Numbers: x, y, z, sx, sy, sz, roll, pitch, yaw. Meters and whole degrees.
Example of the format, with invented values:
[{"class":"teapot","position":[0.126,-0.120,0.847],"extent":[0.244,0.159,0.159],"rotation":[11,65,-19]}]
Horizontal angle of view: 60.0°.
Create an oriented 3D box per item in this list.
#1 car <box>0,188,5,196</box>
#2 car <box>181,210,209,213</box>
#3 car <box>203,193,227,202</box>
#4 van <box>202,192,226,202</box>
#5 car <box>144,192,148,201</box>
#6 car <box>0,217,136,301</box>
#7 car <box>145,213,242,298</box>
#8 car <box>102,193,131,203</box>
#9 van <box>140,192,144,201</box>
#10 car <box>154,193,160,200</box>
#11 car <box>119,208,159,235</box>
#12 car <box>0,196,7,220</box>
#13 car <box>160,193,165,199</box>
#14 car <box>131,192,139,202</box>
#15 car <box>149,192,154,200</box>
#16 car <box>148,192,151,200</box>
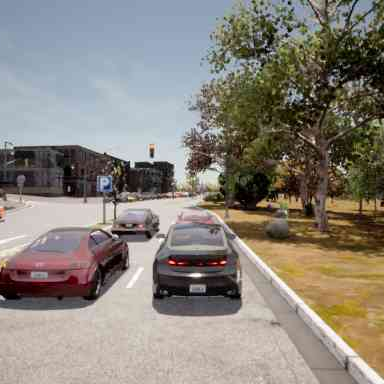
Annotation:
[{"class":"car","position":[-31.175,0.137,53.669],"extent":[2.002,1.452,4.674],"rotation":[6,-3,-19]},{"class":"car","position":[0.155,1.625,17.749],"extent":[1.895,1.301,4.718],"rotation":[0,0,0]},{"class":"car","position":[4.654,1.142,68.372],"extent":[4.553,1.767,2.185],"rotation":[1,0,-14]},{"class":"van","position":[4.271,1.043,65.402],"extent":[4.442,1.987,1.878],"rotation":[1,0,-14]},{"class":"car","position":[-13.027,1.322,74.759],"extent":[4.892,1.521,2.231],"rotation":[-1,0,-14]},{"class":"car","position":[-2.903,1.574,8.434],"extent":[1.994,1.385,4.181],"rotation":[0,0,1]},{"class":"car","position":[0.107,1.515,8.481],"extent":[1.837,1.490,4.892],"rotation":[0,0,0]},{"class":"car","position":[-14.456,1.358,62.804],"extent":[4.792,1.488,2.163],"rotation":[-1,0,-15]},{"class":"van","position":[-13.254,1.093,71.788],"extent":[4.442,1.987,1.878],"rotation":[-1,0,-14]},{"class":"car","position":[-11.470,1.358,86.739],"extent":[4.674,1.452,2.002],"rotation":[-1,0,-12]},{"class":"car","position":[-2.848,1.572,17.654],"extent":[2.033,1.411,5.357],"rotation":[0,0,1]},{"class":"car","position":[-16.632,1.404,24.997],"extent":[4.553,1.767,2.185],"rotation":[-1,0,-19]},{"class":"car","position":[-11.020,1.065,89.745],"extent":[5.566,2.045,2.435],"rotation":[-1,0,-12]},{"class":"car","position":[-13.812,1.316,65.796],"extent":[5.366,1.575,1.946],"rotation":[-1,0,-15]},{"class":"car","position":[-12.284,1.359,80.756],"extent":[4.674,1.452,2.002],"rotation":[-1,0,-13]},{"class":"car","position":[-12.655,1.360,77.755],"extent":[4.674,1.452,2.002],"rotation":[-1,0,-13]}]
